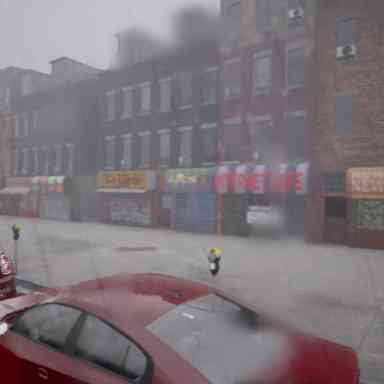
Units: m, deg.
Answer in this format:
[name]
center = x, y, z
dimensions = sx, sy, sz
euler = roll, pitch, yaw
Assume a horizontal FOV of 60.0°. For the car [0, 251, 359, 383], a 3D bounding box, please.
[car]
center = -0.758, 1.529, 3.344
dimensions = 4.507, 1.381, 1.887
euler = 0, 1, 36
